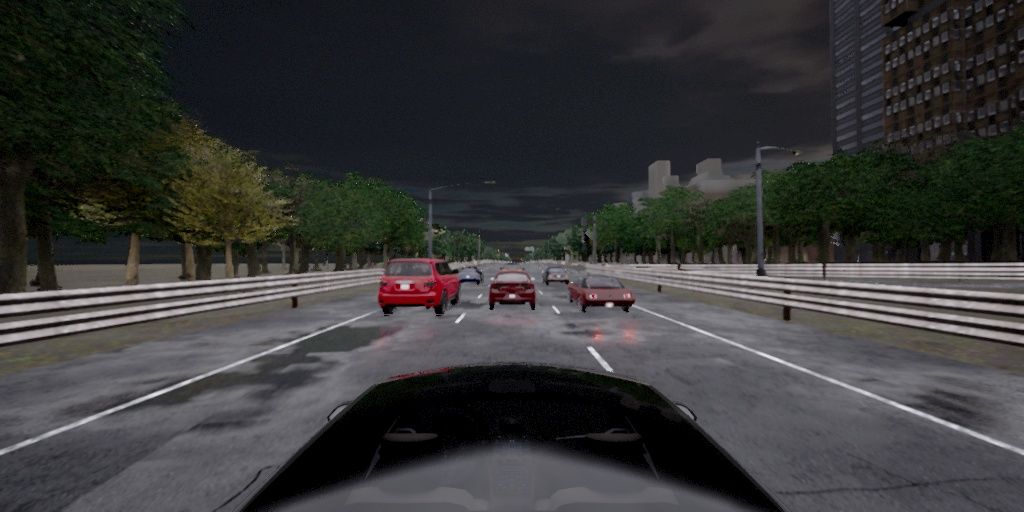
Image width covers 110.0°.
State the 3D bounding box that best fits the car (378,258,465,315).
[{"bbox_3d":[-3.486,1.117,14.413,2.150,2.045,5.566,0,0,0],"label":"car"}]

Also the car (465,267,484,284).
[{"bbox_3d":[-3.474,1.625,30.329,1.994,1.385,4.181,0,0,0],"label":"car"}]

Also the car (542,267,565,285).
[{"bbox_3d":[3.514,1.599,29.345,2.033,1.411,5.357,0,-1,0],"label":"car"}]

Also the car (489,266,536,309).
[{"bbox_3d":[0.029,1.387,16.068,1.882,1.535,5.008,0,0,0],"label":"car"}]

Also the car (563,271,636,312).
[{"bbox_3d":[3.521,1.500,15.092,1.895,1.301,4.718,0,-1,1],"label":"car"}]

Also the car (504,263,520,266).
[{"bbox_3d":[0.025,1.411,30.263,2.097,1.767,4.553,0,-1,0],"label":"car"}]
